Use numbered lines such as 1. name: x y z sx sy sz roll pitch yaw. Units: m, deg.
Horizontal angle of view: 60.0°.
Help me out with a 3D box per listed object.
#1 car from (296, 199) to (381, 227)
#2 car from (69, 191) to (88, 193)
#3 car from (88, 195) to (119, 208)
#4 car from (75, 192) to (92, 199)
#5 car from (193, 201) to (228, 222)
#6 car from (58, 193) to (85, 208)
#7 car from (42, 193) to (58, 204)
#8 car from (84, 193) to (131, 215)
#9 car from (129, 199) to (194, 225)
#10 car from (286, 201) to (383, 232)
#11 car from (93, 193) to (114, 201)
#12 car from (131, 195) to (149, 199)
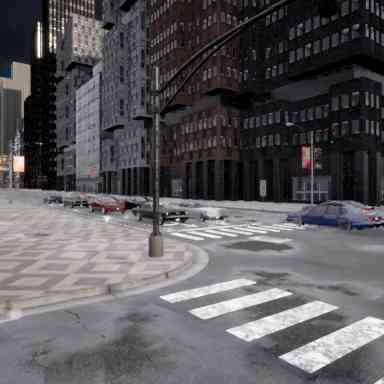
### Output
1. car: 9.773 1.325 22.590 2.128 1.511 4.902 0 1 -36
2. car: -16.491 0.681 47.691 2.097 1.767 4.553 0 1 -36
3. car: -10.533 1.082 39.352 1.895 1.301 4.718 0 1 -36
4. car: -21.820 0.636 66.506 1.895 1.301 4.718 0 1 -36
5. car: 0.441 1.350 24.089 1.895 1.301 4.718 0 1 -36
6. car: -13.114 1.088 37.377 1.895 1.301 4.718 0 1 -36
7. car: -19.336 0.876 46.087 2.033 1.411 5.357 0 1 -35
8. car: -7.638 1.100 29.753 1.882 1.535 5.008 0 1 -36
9. car: -2.156 1.355 22.133 1.895 1.301 4.718 0 1 -36
10. car: 8.122 1.409 19.319 2.033 1.411 5.357 0 1 -36
11. car: -15.359 0.809 57.525 1.895 1.301 4.718 0 1 -36
12. car: -5.043 1.094 31.714 1.882 1.535 5.008 0 1 -36
